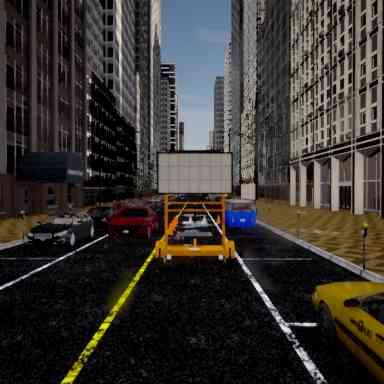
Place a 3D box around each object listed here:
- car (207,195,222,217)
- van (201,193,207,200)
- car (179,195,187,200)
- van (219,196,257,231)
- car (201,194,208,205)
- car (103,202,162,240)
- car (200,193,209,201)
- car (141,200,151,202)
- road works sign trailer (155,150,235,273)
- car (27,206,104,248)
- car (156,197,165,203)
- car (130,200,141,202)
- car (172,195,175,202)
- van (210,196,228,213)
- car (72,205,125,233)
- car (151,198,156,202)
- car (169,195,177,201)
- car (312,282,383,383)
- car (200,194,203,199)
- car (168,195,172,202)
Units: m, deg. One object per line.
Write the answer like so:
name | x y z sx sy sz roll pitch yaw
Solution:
car | 2.901 1.308 31.670 2.192 1.841 5.009 -1 0 0
van | 3.338 1.315 94.188 1.690 1.788 3.998 -1 0 0
car | -2.382 1.502 88.740 1.812 1.442 4.674 0 0 0
van | 2.823 1.336 20.302 1.690 1.788 3.998 -1 0 0
car | 3.102 1.536 60.087 2.008 1.369 4.403 -1 0 0
car | -2.880 1.473 17.106 1.882 1.535 5.008 0 0 0
car | 3.298 1.291 88.505 2.192 1.841 5.009 -1 0 0
car | -5.477 1.543 31.728 2.008 1.369 4.403 -1 0 0
road works sign trailer | 0.093 0.462 10.701 2.380 3.560 2.880 0 0 1
car | -5.596 1.547 14.677 2.008 1.369 4.403 -1 0 0
car | -5.358 1.539 48.779 2.008 1.369 4.403 -1 0 0
car | -5.516 1.539 26.045 1.887 1.381 4.507 -1 0 0
car | -5.199 1.564 71.512 1.802 1.307 4.206 -1 0 0
van | 2.941 1.332 37.353 1.690 1.788 3.998 -1 0 0
car | -5.556 1.561 20.361 1.947 1.339 4.313 -1 0 0
car | -5.437 1.573 37.412 1.802 1.307 4.206 -1 0 0
car | -5.081 1.502 88.393 1.752 1.417 4.829 -1 0 0
car | 2.707 1.524 3.422 1.752 1.417 4.829 -1 0 0
car | 3.258 1.293 82.821 2.192 1.841 5.009 -1 0 0
car | -5.278 1.536 60.145 2.008 1.369 4.403 -1 0 0
